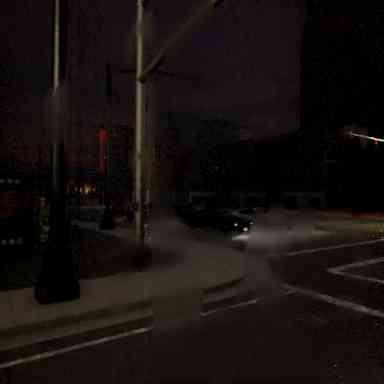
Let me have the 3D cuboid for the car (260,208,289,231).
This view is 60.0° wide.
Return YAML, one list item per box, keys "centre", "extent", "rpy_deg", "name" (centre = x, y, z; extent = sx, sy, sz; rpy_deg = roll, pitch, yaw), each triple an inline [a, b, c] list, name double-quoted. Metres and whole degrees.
- centre: [4.495, 1.796, 23.019]
  extent: [1.812, 1.442, 4.674]
  rpy_deg: [1, -1, -36]
  name: "car"

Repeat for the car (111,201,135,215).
- centre: [-8.025, 1.902, 40.318]
  extent: [2.097, 1.767, 4.553]
  rpy_deg: [1, -1, -36]
  name: "car"

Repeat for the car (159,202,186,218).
- centre: [-0.822, 1.879, 30.373]
  extent: [1.837, 1.490, 4.892]
  rpy_deg: [1, -1, -36]
  name: "car"

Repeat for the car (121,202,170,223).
- centre: [-4.130, 1.877, 28.971]
  extent: [1.812, 1.442, 4.674]
  rpy_deg: [1, -1, -36]
  name: "car"

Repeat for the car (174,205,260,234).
- centre: [1.435, 1.784, 21.243]
  extent: [2.033, 1.411, 5.357]
  rpy_deg: [1, -1, -38]
  name: "car"

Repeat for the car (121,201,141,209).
- centre: [-11.666, 2.482, 63.528]
  extent: [1.812, 1.442, 4.674]
  rpy_deg: [1, -1, -36]
  name: "car"
